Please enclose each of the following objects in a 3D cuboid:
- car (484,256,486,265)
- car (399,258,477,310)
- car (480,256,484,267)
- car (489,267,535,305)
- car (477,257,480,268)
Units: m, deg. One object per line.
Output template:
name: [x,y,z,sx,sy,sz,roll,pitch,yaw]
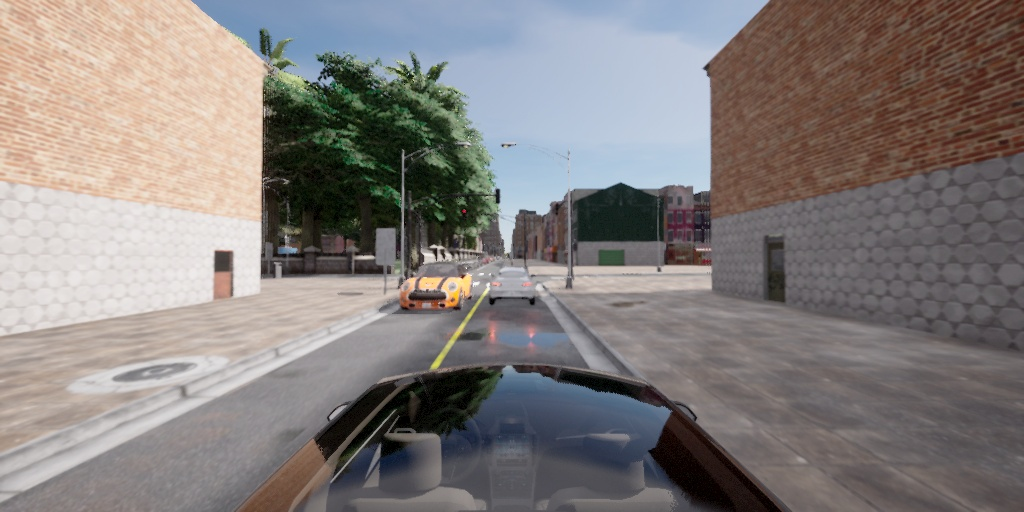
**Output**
car: [-5.611,1.001,57.113,1.948,1.339,4.313,0,0,0]
car: [-2.791,1.023,14.064,2.097,1.767,4.553,0,0,0]
car: [-5.566,1.012,51.663,2.007,1.370,4.403,0,0,0]
car: [0.024,1.189,15.494,1.812,1.442,4.674,0,0,1]
car: [-5.535,1.047,44.528,2.007,1.370,4.403,0,0,0]
